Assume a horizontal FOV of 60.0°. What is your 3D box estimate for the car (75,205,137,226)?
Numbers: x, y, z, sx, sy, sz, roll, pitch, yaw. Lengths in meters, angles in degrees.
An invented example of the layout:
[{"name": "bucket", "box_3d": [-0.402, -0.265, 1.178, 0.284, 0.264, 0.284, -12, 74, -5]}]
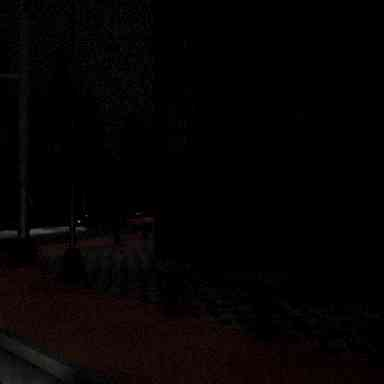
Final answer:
[{"name": "car", "box_3d": [-6.283, 1.658, 23.982, 1.895, 1.301, 4.718, 0, 0, 35]}]
